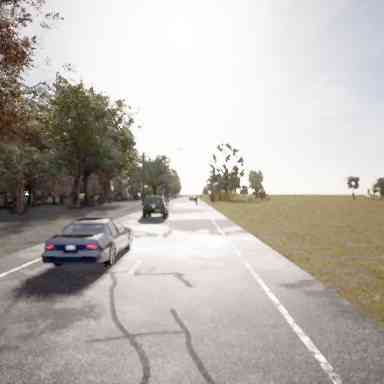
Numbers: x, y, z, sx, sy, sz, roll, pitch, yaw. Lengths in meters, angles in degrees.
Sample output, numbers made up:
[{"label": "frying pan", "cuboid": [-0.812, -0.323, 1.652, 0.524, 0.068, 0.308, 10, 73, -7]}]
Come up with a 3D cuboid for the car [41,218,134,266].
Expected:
[{"label": "car", "cuboid": [-3.398, 1.614, 11.817, 2.033, 1.411, 5.357, 0, 0, 0]}]

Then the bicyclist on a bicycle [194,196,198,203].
[{"label": "bicyclist on a bicycle", "cuboid": [0.965, 1.879, 79.335, 0.866, 1.612, 1.509, 0, 0, 0]}]

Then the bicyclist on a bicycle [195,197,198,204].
[{"label": "bicyclist on a bicycle", "cuboid": [0.969, 1.845, 70.336, 0.582, 1.620, 1.656, 0, -1, 0]}]

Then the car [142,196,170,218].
[{"label": "car", "cuboid": [-3.398, 1.400, 31.980, 2.150, 2.045, 5.566, 0, 0, 0]}]
